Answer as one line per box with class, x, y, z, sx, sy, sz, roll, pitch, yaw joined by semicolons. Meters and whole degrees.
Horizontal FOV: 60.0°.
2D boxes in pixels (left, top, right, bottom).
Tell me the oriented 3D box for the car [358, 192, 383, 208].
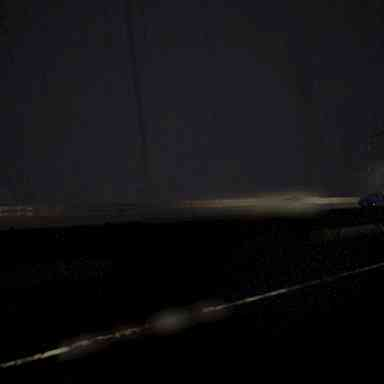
car;22.916;1.012;41.137;5.566;2.045;2.150;0;0;-34
